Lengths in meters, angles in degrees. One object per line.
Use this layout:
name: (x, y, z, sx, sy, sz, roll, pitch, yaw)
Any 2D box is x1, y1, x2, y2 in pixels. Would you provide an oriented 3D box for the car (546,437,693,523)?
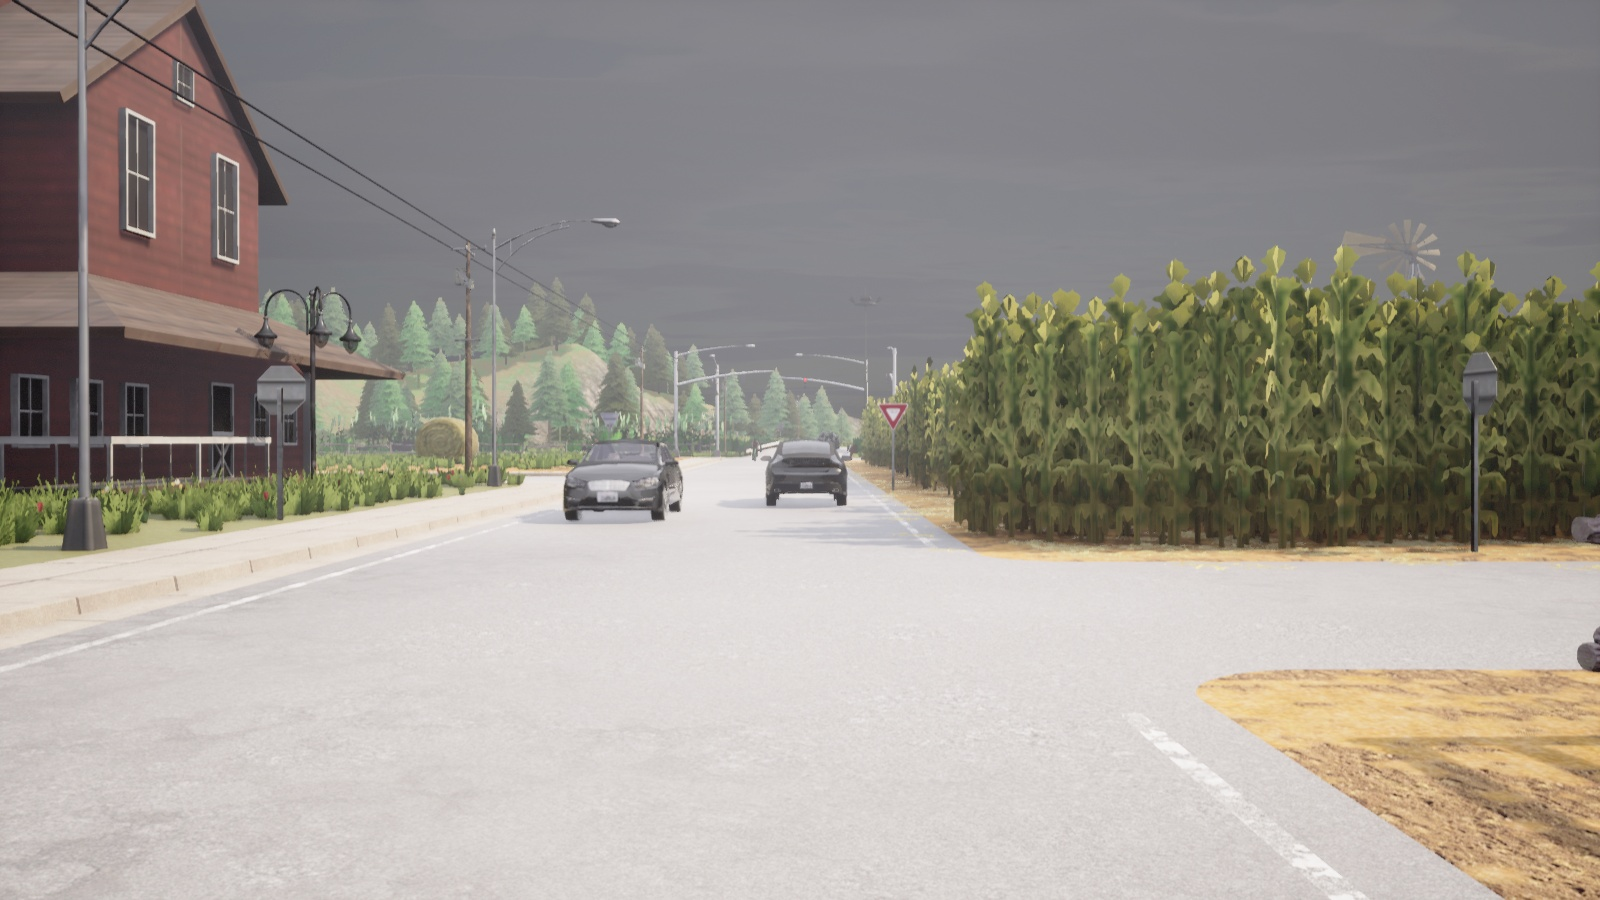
car: (-3.374, 0.513, 24.486, 2.128, 1.511, 4.902, 0, 0, 0)

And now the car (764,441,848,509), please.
car: (0.151, 0.523, 29.970, 1.837, 1.490, 4.892, 0, 0, 0)
